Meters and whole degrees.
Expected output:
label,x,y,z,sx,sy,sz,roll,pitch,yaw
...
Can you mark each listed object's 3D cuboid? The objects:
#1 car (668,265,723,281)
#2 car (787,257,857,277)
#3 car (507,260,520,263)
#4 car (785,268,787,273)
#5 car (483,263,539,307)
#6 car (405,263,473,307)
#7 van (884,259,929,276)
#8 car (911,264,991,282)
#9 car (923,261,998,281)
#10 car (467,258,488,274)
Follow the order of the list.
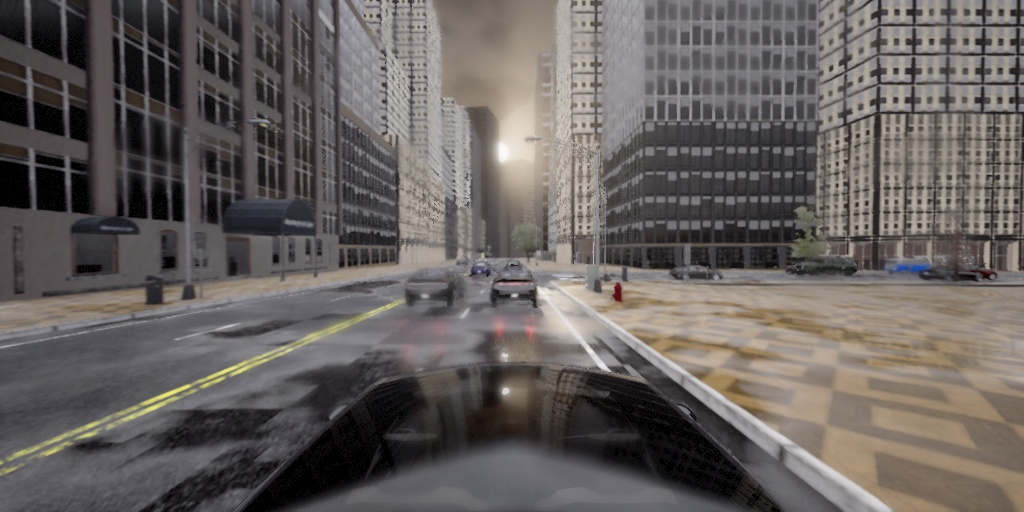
label,x,y,z,sx,sy,sz,roll,pitch,yaw
car,15.942,1.465,31.148,4.403,1.370,2.007,0,0,-1
car,32.421,1.126,37.213,5.566,2.045,2.150,0,1,0
car,0.145,1.195,38.910,1.837,1.490,4.892,1,1,0
car,32.779,1.301,39.849,4.097,1.591,1.967,0,0,-1
car,0.102,1.220,15.348,2.128,1.511,4.902,0,0,0
car,-3.142,1.234,15.395,2.128,1.511,4.902,0,0,0
van,44.061,1.265,39.979,3.998,1.789,1.690,0,0,-1
car,38.507,1.608,31.535,4.313,1.339,1.948,0,0,-1
car,43.084,1.498,34.233,5.008,1.535,1.882,0,1,0
car,-3.114,1.257,36.395,1.812,1.442,4.674,0,1,0
